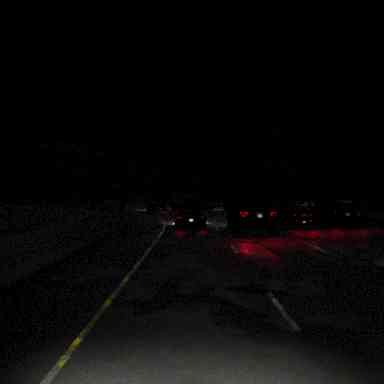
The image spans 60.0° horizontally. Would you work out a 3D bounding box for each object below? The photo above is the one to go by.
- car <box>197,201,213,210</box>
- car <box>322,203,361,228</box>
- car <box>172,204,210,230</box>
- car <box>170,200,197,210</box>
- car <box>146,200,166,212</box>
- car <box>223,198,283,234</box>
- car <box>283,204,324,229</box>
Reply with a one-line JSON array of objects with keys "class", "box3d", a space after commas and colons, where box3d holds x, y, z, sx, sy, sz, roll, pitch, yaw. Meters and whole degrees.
[{"class": "car", "box3d": [1.368, 1.938, 48.392, 1.994, 1.385, 4.181, 0, 0, -22]}, {"class": "car", "box3d": [10.186, 1.541, 24.204, 2.097, 1.767, 4.553, 0, 0, -5]}, {"class": "car", "box3d": [-0.191, 1.739, 22.672, 1.994, 1.385, 4.181, 0, -1, -4]}, {"class": "car", "box3d": [-1.523, 1.834, 46.136, 1.882, 1.535, 5.008, 0, 0, -22]}, {"class": "car", "box3d": [-4.920, 1.855, 45.215, 1.837, 1.490, 4.892, 0, 0, -22]}, {"class": "car", "box3d": [3.498, 1.379, 20.305, 2.150, 2.045, 5.566, 0, 0, -2]}, {"class": "car", "box3d": [6.818, 1.670, 23.082, 2.128, 1.511, 4.902, 0, 0, -4]}]
